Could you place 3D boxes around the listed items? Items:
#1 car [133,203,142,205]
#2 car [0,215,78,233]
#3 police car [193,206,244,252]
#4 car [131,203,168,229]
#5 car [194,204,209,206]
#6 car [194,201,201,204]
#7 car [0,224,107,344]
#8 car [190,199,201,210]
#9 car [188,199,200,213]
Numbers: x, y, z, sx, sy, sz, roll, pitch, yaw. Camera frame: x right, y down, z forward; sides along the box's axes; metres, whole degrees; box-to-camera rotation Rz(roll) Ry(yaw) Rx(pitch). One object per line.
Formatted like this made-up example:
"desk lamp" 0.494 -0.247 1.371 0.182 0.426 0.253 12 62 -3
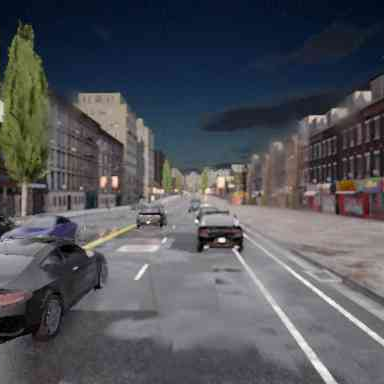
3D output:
"car" -9.201 2.577 57.406 1.994 1.385 4.181 0 -1 1
"car" -6.435 1.748 14.598 1.812 1.442 4.674 0 -1 1
"police car" 1.146 1.640 15.087 1.930 1.638 5.238 0 -1 1
"car" -2.881 1.855 24.556 2.128 1.511 4.902 0 -1 1
"car" 1.251 1.867 24.975 1.837 1.490 4.892 0 -1 1
"car" 1.317 1.919 31.166 1.801 1.575 5.366 0 -1 1
"car" -3.072 1.623 6.553 1.812 1.442 4.674 0 -1 1
"car" 0.725 2.450 67.054 2.150 2.045 5.566 0 -1 1
"car" 0.541 2.177 49.769 2.097 1.767 4.553 0 -1 1
